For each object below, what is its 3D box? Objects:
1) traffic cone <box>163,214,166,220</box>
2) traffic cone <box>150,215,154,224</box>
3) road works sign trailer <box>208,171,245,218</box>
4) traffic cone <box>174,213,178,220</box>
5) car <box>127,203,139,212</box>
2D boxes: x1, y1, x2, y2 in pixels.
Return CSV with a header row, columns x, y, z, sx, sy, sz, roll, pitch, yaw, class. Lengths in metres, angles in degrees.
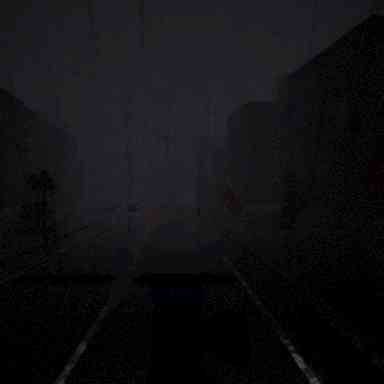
x,y,z,sx,sy,sz,roll,pitch,yaw,class
-2.389,2.118,28.556,0.340,0.580,0.340,0,-1,-6,traffic cone
-2.713,2.015,22.478,0.340,0.580,0.340,0,-1,-6,traffic cone
2.851,0.189,27.386,2.880,2.380,3.560,-22,25,30,road works sign trailer
-1.396,2.111,28.667,0.340,0.580,0.340,0,-1,-6,traffic cone
-9.225,2.450,52.296,1.895,1.301,4.718,0,-1,-9,car
